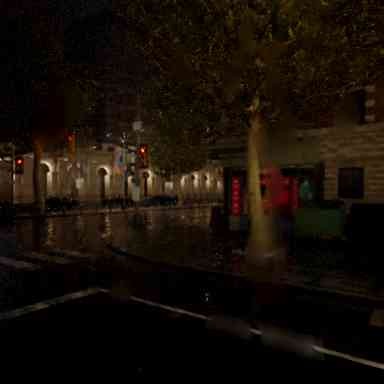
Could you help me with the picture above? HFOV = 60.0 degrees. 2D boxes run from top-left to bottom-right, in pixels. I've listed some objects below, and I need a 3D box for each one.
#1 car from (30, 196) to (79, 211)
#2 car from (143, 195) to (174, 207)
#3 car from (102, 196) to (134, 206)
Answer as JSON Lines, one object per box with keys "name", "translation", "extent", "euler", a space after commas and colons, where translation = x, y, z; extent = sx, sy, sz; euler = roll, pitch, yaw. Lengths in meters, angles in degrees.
{"name": "car", "translation": [-13.565, 1.210, 33.011], "extent": [1.837, 1.490, 4.892], "euler": [1, 0, 36]}
{"name": "car", "translation": [-4.534, 1.182, 45.537], "extent": [1.882, 1.535, 5.008], "euler": [1, 0, 36]}
{"name": "car", "translation": [-10.760, 1.235, 48.280], "extent": [1.895, 1.301, 4.718], "euler": [1, 0, 36]}
